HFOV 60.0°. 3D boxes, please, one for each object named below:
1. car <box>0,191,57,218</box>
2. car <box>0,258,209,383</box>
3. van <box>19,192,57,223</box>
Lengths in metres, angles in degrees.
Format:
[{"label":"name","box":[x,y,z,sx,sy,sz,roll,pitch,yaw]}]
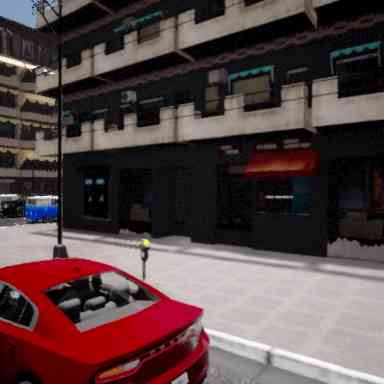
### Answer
[{"label":"car","box":[-13.129,0.977,27.971,2.150,2.045,5.566,0,1,35]},{"label":"car","box":[-1.923,1.544,4.241,4.507,1.381,1.887,0,0,36]},{"label":"van","box":[-9.417,1.152,23.158,1.690,1.788,3.998,1,2,35]}]
